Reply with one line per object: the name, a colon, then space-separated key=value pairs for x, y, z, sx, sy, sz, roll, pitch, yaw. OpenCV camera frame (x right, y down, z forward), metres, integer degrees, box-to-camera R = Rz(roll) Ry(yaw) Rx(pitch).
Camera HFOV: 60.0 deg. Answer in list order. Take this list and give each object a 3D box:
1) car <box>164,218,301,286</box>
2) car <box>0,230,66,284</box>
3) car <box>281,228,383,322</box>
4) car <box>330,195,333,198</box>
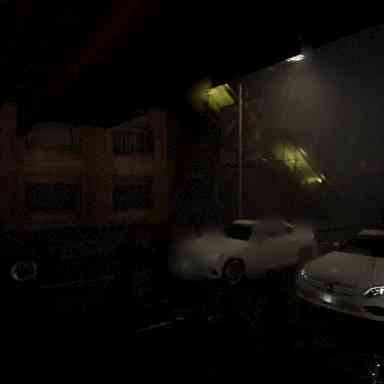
car: x=1.737 y=1.525 z=9.549 sx=4.674 sy=1.442 sz=1.812 roll=0 pitch=0 yaw=-36
car: x=-5.698 y=1.591 z=7.974 sx=4.718 sy=1.301 sz=1.895 roll=0 pitch=0 yaw=-37
car: x=4.177 y=1.526 z=6.992 sx=4.674 sy=1.442 sz=1.812 roll=0 pitch=0 yaw=-36
car: x=35.538 y=1.403 z=83.682 sx=4.786 sy=1.482 sz=2.161 roll=0 pitch=0 yaw=-37
